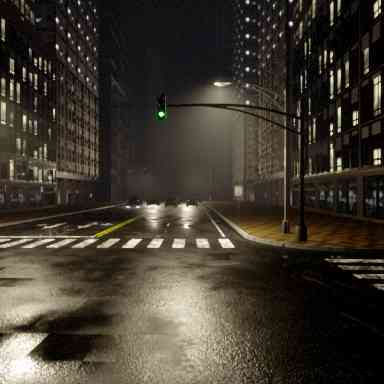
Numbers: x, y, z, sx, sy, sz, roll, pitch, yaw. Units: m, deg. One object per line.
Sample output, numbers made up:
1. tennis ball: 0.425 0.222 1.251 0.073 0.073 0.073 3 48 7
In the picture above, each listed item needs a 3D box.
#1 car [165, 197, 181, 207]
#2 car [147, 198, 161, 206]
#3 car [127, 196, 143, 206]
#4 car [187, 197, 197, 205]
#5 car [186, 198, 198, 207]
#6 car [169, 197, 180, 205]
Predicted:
1. car: -3.240 1.620 52.258 2.033 1.411 5.357 0 0 0
2. car: -6.489 1.651 56.843 1.994 1.385 4.181 0 0 0
3. car: -9.739 1.439 56.874 2.097 1.767 4.553 0 0 0
4. car: 0.012 1.710 63.122 1.895 1.301 4.718 0 0 0
5. car: 0.010 1.622 52.674 2.033 1.411 5.357 0 0 0
6. car: -3.238 1.672 62.676 1.994 1.385 4.181 0 0 0
